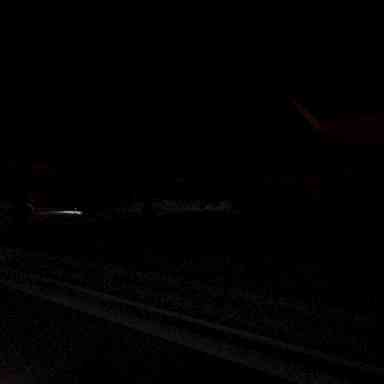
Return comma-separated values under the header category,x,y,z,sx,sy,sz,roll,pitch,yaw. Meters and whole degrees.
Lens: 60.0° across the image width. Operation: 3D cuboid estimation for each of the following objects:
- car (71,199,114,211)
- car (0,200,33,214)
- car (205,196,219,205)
category,x,y,z,sx,sy,sz,roll,pitch,yaw
car,-11.990,1.547,40.650,2.033,1.411,5.357,0,0,34
car,-17.750,1.526,32.082,1.812,1.442,4.674,0,0,34
car,3.486,1.505,58.535,1.837,1.490,4.892,0,0,14
